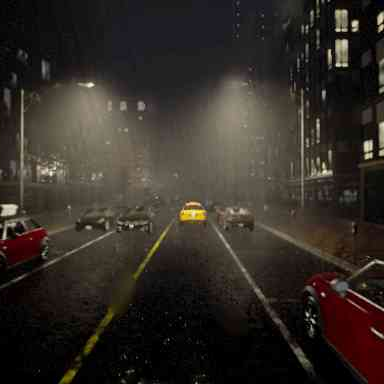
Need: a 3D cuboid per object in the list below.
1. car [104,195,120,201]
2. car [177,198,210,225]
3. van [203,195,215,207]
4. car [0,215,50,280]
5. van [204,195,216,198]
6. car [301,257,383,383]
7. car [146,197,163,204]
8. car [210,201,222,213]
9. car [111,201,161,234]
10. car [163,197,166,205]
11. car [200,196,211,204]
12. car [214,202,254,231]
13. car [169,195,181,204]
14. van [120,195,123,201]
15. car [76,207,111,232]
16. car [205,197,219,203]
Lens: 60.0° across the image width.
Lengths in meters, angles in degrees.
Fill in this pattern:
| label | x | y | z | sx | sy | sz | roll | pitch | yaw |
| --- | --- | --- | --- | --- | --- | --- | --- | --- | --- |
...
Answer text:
| label | x | y | z | sx | sy | sz | roll | pitch | yaw |
| --- | --- | --- | --- | --- | --- | --- | --- | --- | --- |
| car | -19.889 | 1.649 | 78.015 | 4.403 | 1.369 | 2.008 | 0 | 0 | 1 |
| car | 0.084 | 1.478 | 24.224 | 1.801 | 1.575 | 5.366 | 0 | 0 | 0 |
| van | 2.671 | 1.374 | 53.942 | 1.690 | 1.788 | 3.998 | 1 | 0 | 0 |
| car | -5.685 | 1.451 | 9.348 | 1.967 | 1.590 | 4.097 | 1 | 0 | 0 |
| van | 2.674 | 1.374 | 48.365 | 1.690 | 1.788 | 3.998 | 1 | 0 | 0 |
| car | 2.698 | 1.445 | 3.749 | 1.967 | 1.590 | 4.097 | 1 | 0 | 0 |
| car | -5.707 | 1.473 | 48.370 | 1.967 | 1.590 | 4.097 | 1 | 0 | 0 |
| car | 2.684 | 1.606 | 26.057 | 1.802 | 1.307 | 4.206 | 1 | 0 | 0 |
| car | -3.110 | 1.524 | 19.473 | 1.837 | 1.490 | 4.892 | 0 | 0 | 0 |
| car | -5.715 | 1.598 | 59.519 | 1.947 | 1.339 | 4.313 | 1 | 0 | 0 |
| car | 2.662 | 1.575 | 65.095 | 1.887 | 1.381 | 4.507 | 1 | 0 | 0 |
| car | 2.687 | 1.570 | 20.479 | 2.008 | 1.369 | 4.403 | 1 | 0 | 0 |
| car | -3.037 | 1.563 | 62.858 | 2.128 | 1.511 | 4.902 | 0 | 0 | 0 |
| van | -19.786 | 1.553 | 86.396 | 3.998 | 1.788 | 1.690 | 0 | 0 | 1 |
| car | -5.693 | 1.586 | 20.497 | 1.947 | 1.339 | 4.313 | 1 | 0 | 0 |
| car | 2.678 | 1.596 | 37.210 | 1.947 | 1.339 | 4.313 | 1 | 0 | 0 |
